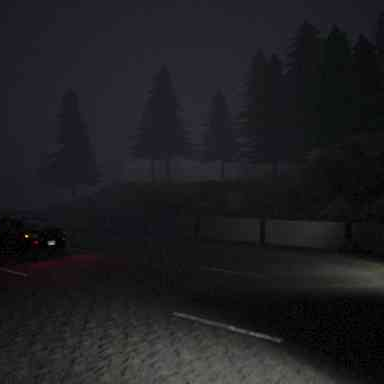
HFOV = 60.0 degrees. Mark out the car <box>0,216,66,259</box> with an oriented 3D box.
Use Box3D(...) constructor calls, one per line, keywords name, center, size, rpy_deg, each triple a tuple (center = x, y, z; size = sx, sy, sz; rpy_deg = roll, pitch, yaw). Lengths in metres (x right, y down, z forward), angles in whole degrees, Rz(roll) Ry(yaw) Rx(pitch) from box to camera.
Box3D(name="car", center=(-6.877, 1.665, 13.193), size=(4.674, 1.442, 1.812), rpy_deg=(-1, 0, 35))
